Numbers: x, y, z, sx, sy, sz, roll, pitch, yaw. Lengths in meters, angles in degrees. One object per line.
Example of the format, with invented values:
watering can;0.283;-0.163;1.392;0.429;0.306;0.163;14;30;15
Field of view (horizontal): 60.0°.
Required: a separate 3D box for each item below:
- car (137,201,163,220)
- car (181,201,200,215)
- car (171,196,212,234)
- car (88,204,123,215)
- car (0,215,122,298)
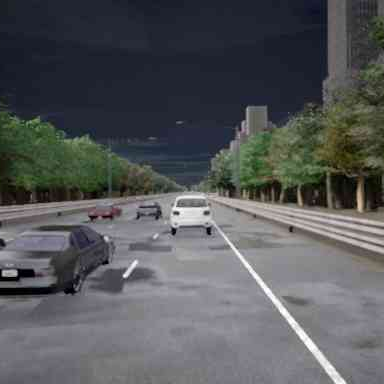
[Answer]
car;-3.614;1.540;28.924;2.128;1.511;4.902;0;0;0
car;-0.175;1.625;35.192;1.895;1.301;4.718;0;0;0
car;-0.045;1.235;19.479;2.150;2.045;5.566;0;0;0
car;-7.104;1.676;27.793;1.895;1.301;4.718;0;0;0
car;-3.455;1.581;8.790;2.033;1.411;5.357;0;0;0
